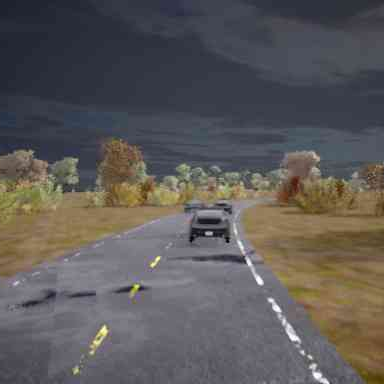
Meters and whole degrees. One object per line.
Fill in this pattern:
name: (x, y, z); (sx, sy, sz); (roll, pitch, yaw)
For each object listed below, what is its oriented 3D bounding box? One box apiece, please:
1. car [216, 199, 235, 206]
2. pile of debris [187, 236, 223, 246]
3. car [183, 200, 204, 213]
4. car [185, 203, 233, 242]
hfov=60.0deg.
car: (3.267, 1.510, 34.314); (1.837, 1.490, 4.892); (0, 0, 10)
pile of debris: (0.609, 2.180, 14.906); (1.500, 0.140, 1.860); (0, 0, 4)
car: (0.416, 1.548, 36.649); (2.033, 1.411, 5.357); (0, 0, 10)
car: (0.914, 1.506, 16.425); (1.837, 1.490, 4.892); (0, 0, 5)
